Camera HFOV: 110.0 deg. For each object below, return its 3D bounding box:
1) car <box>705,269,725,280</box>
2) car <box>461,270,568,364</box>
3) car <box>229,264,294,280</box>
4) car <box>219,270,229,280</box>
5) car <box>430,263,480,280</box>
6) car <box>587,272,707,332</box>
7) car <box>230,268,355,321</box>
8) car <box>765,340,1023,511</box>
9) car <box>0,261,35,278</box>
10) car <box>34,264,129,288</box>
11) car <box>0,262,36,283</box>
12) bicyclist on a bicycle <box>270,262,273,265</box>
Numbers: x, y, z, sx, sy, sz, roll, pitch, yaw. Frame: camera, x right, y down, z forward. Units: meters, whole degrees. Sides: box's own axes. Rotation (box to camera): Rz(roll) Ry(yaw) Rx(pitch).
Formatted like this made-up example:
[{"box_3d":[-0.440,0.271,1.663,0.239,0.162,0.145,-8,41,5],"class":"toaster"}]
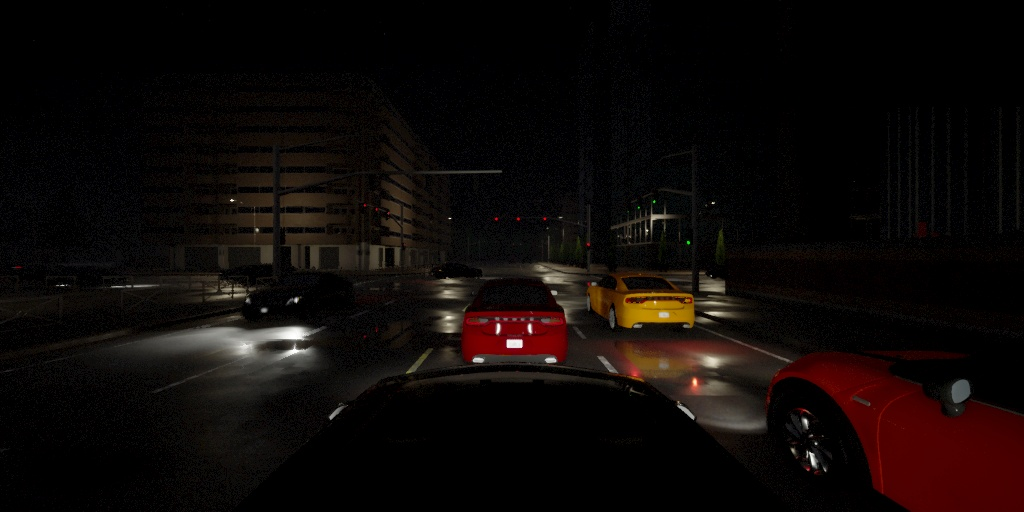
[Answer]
[{"box_3d":[19.530,1.406,31.180,4.718,1.301,1.895,0,0,0],"class":"car"},{"box_3d":[0.061,1.228,8.105,1.882,1.535,5.008,0,0,0],"class":"car"},{"box_3d":[-15.736,1.310,24.122,4.892,1.490,1.837,0,0,0],"class":"car"},{"box_3d":[-19.450,1.353,27.636,5.357,1.411,2.033,0,0,0],"class":"car"},{"box_3d":[-4.808,1.302,31.140,4.674,1.442,1.812,0,1,-38],"class":"car"},{"box_3d":[3.580,1.228,10.879,1.882,1.535,5.008,0,0,0],"class":"car"},{"box_3d":[-7.153,1.275,12.614,1.812,1.442,4.674,0,0,-1],"class":"car"},{"box_3d":[3.600,1.102,1.733,2.097,1.767,4.553,0,0,0],"class":"car"},{"box_3d":[-50.339,1.297,34.913,4.902,1.511,2.128,0,0,1],"class":"car"},{"box_3d":[-28.667,1.370,24.175,4.181,1.385,1.994,0,0,0],"class":"car"},{"box_3d":[-35.832,1.331,27.709,4.674,1.442,1.812,0,0,0],"class":"car"},{"box_3d":[-25.527,1.106,38.644,0.582,1.620,1.656,0,0,0],"class":"bicyclist on a bicycle"}]
